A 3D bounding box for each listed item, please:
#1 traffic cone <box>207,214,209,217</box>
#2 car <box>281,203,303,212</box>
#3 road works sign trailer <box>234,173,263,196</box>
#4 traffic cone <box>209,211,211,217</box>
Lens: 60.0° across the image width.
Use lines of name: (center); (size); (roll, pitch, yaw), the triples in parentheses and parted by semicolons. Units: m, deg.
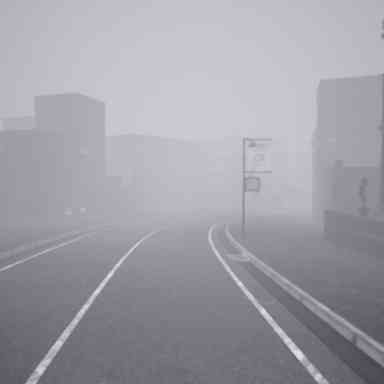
traffic cone: (1.302, 2.472, 36.011); (0.340, 0.580, 0.340); (1, 0, 19)
car: (18.194, 2.739, 60.278); (4.674, 1.442, 1.812); (3, 1, -35)
road works sign trailer: (5.751, -1.904, 32.774); (2.880, 3.560, 2.380); (13, 26, 14)
traffic cone: (1.968, 2.504, 37.896); (0.340, 0.580, 0.340); (2, 0, 20)
